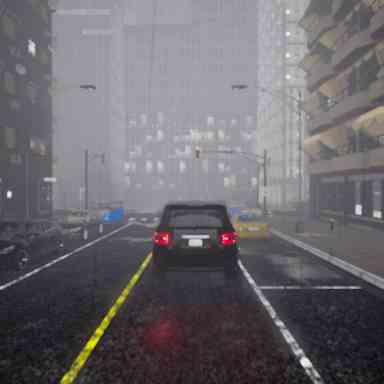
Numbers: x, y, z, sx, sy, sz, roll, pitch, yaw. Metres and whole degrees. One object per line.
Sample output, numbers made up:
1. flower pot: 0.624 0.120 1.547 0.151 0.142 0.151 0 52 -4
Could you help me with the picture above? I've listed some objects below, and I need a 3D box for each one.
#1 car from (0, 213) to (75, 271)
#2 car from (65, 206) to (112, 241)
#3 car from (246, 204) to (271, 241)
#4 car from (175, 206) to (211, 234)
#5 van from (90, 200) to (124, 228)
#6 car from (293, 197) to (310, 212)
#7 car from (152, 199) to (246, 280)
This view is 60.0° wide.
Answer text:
1. car: -5.690 1.596 10.957 1.947 1.339 4.313 -1 0 0
2. car: -5.686 1.596 16.560 2.008 1.369 4.403 -1 0 0
3. car: 2.695 1.571 16.694 1.752 1.417 4.829 -1 0 0
4. car: 0.084 1.620 20.466 1.994 1.385 4.181 0 0 0
5. van: -5.683 1.402 22.162 1.690 1.788 3.998 -1 0 0
6. car: 15.275 1.459 41.445 5.009 1.841 2.192 0 0 0
7. car: 0.087 1.248 10.173 2.150 2.045 5.566 0 0 0
